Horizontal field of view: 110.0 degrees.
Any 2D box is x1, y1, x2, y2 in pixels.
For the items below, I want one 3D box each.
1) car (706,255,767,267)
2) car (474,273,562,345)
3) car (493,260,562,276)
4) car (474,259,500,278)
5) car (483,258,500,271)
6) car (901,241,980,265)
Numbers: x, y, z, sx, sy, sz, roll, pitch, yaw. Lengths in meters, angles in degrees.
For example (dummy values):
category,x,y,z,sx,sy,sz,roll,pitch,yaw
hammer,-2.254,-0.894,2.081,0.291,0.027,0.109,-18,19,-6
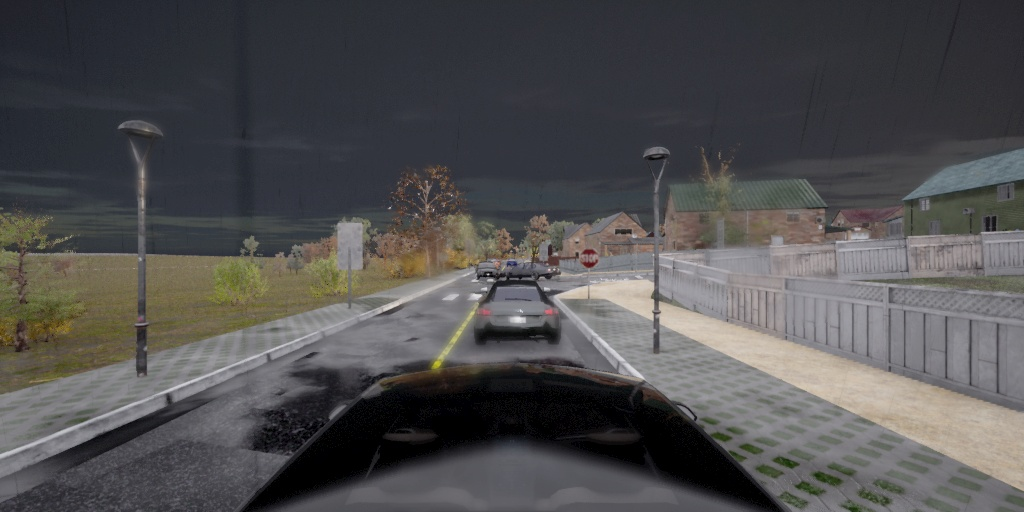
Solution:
category,x,y,z,sx,sy,sz,roll,pitch,yaw
car,14.382,0.413,22.911,4.181,1.385,1.994,-3,0,16
car,0.100,1.313,9.517,1.994,1.385,4.181,0,0,-1
car,1.330,1.197,28.532,5.357,1.411,2.033,-4,-3,43
car,-2.258,1.257,31.442,1.837,1.490,4.892,0,0,-8
car,-2.860,1.120,51.260,2.097,1.767,4.553,0,0,1
car,23.883,-0.209,20.492,4.902,1.511,2.128,-3,0,14
